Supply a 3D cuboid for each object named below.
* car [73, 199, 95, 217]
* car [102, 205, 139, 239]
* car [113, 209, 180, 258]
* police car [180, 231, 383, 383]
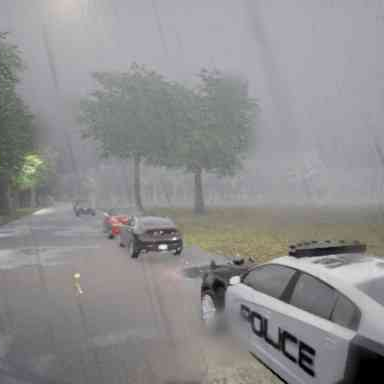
[{"bbox_3d":[-12.978,2.008,40.220,2.097,1.767,4.553,0,-1,-20],"label":"car"},{"bbox_3d":[-3.958,1.589,19.166,2.097,1.767,4.553,0,-1,-21],"label":"car"},{"bbox_3d":[-1.845,1.661,13.578,1.837,1.490,4.892,0,-1,-21],"label":"car"},{"bbox_3d":[1.651,1.456,4.327,1.930,1.638,5.238,0,-1,-21],"label":"police car"}]
